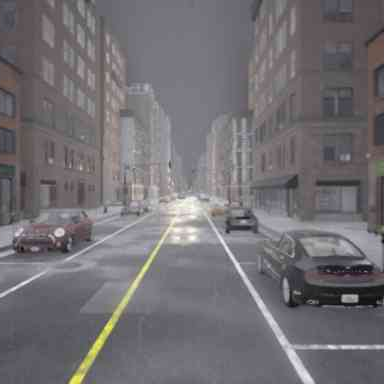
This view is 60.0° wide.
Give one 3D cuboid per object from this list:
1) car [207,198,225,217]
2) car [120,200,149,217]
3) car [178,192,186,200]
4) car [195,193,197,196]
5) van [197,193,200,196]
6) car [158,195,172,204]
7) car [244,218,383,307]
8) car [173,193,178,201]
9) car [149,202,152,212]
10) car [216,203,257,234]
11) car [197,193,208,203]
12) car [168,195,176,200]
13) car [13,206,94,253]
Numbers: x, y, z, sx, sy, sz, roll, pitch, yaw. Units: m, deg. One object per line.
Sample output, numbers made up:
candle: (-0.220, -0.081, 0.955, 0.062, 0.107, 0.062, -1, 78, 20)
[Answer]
car: (2.641, 1.498, 30.633, 1.752, 1.417, 4.829, 0, 0, 0)
car: (-5.384, 1.555, 30.463, 1.802, 1.307, 4.206, 0, 0, 0)
car: (-2.740, 1.265, 89.163, 2.097, 1.767, 4.553, 0, 0, 0)
car: (2.656, 1.223, 90.051, 2.192, 1.841, 5.009, 0, 0, 0)
van: (2.650, 1.267, 73.833, 1.690, 1.788, 3.998, 0, 0, 0)
car: (-5.382, 1.489, 63.020, 2.008, 1.369, 4.403, 0, 0, 0)
car: (2.639, 1.544, 7.738, 2.008, 1.369, 4.403, 0, 0, 0)
car: (-5.400, 1.354, 84.645, 1.967, 1.590, 4.097, 0, 0, 0)
car: (-5.383, 1.518, 36.144, 2.008, 1.369, 4.403, 0, 0, 0)
car: (2.640, 1.550, 19.101, 1.947, 1.339, 4.313, 0, 0, 0)
car: (2.648, 1.483, 68.427, 2.008, 1.369, 4.403, 0, 0, 0)
car: (-5.404, 1.434, 89.881, 1.752, 1.417, 4.829, 0, 0, 0)
car: (-5.386, 1.429, 13.417, 1.967, 1.590, 4.097, 0, 0, 0)
